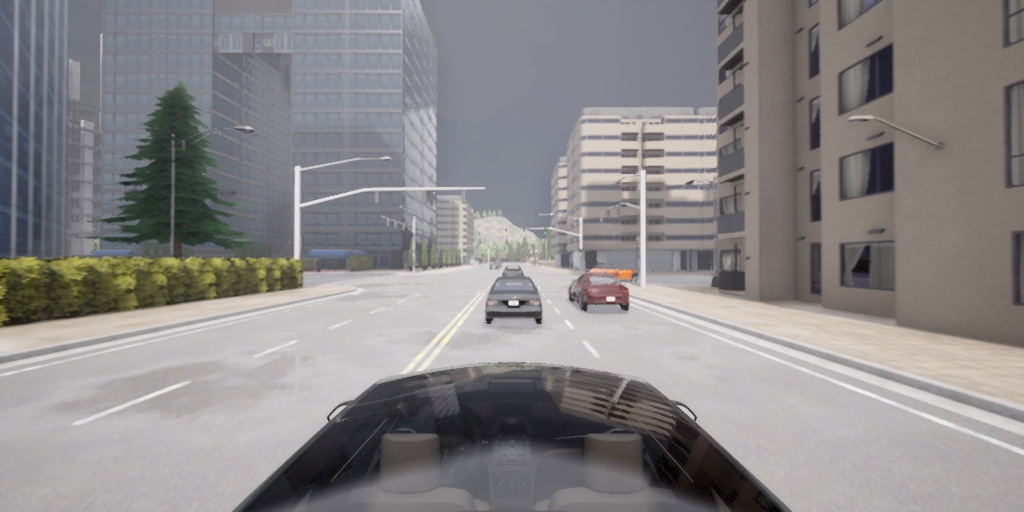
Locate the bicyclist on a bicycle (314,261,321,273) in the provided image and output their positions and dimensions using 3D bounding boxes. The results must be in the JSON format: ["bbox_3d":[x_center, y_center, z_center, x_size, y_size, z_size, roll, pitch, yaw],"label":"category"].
[{"bbox_3d":[-26.636,1.541,49.158,0.582,1.620,1.656,0,0,-1],"label":"bicyclist on a bicycle"}]

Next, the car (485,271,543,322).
[{"bbox_3d":[0.065,1.411,12.736,2.033,1.411,5.357,0,-1,0],"label":"car"}]

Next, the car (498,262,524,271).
[{"bbox_3d":[0.090,1.563,32.781,2.128,1.511,4.902,0,-1,0],"label":"car"}]

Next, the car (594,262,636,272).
[{"bbox_3d":[8.767,1.401,30.645,4.553,1.767,2.097,0,0,-36],"label":"car"}]

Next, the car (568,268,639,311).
[{"bbox_3d":[3.577,1.416,15.249,1.812,1.442,4.674,0,-1,0],"label":"car"}]
